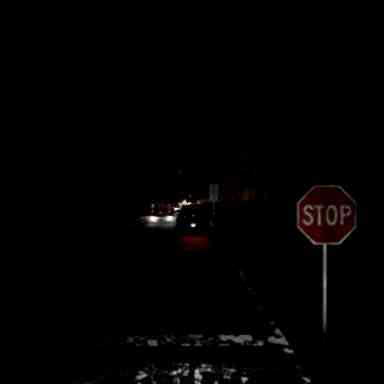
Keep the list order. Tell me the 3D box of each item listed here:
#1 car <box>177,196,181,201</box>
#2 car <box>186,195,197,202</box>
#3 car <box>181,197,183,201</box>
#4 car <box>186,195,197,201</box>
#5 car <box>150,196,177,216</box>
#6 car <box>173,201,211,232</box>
[{"bbox_3d":[-2.914,1.494,47.785,1.837,1.490,4.892,0,2,0],"label":"car"},{"bbox_3d":[-0.114,1.357,71.558,2.128,1.511,4.902,0,0,0],"label":"car"},{"bbox_3d":[-2.855,1.503,65.720,1.882,1.535,5.008,0,0,0],"label":"car"},{"bbox_3d":[-0.098,1.561,61.554,1.994,1.385,4.181,0,0,0],"label":"car"},{"bbox_3d":[-2.898,1.348,32.964,2.097,1.767,4.553,0,0,0],"label":"car"},{"bbox_3d":[0.067,1.501,19.976,1.837,1.490,4.892,0,0,0],"label":"car"}]
